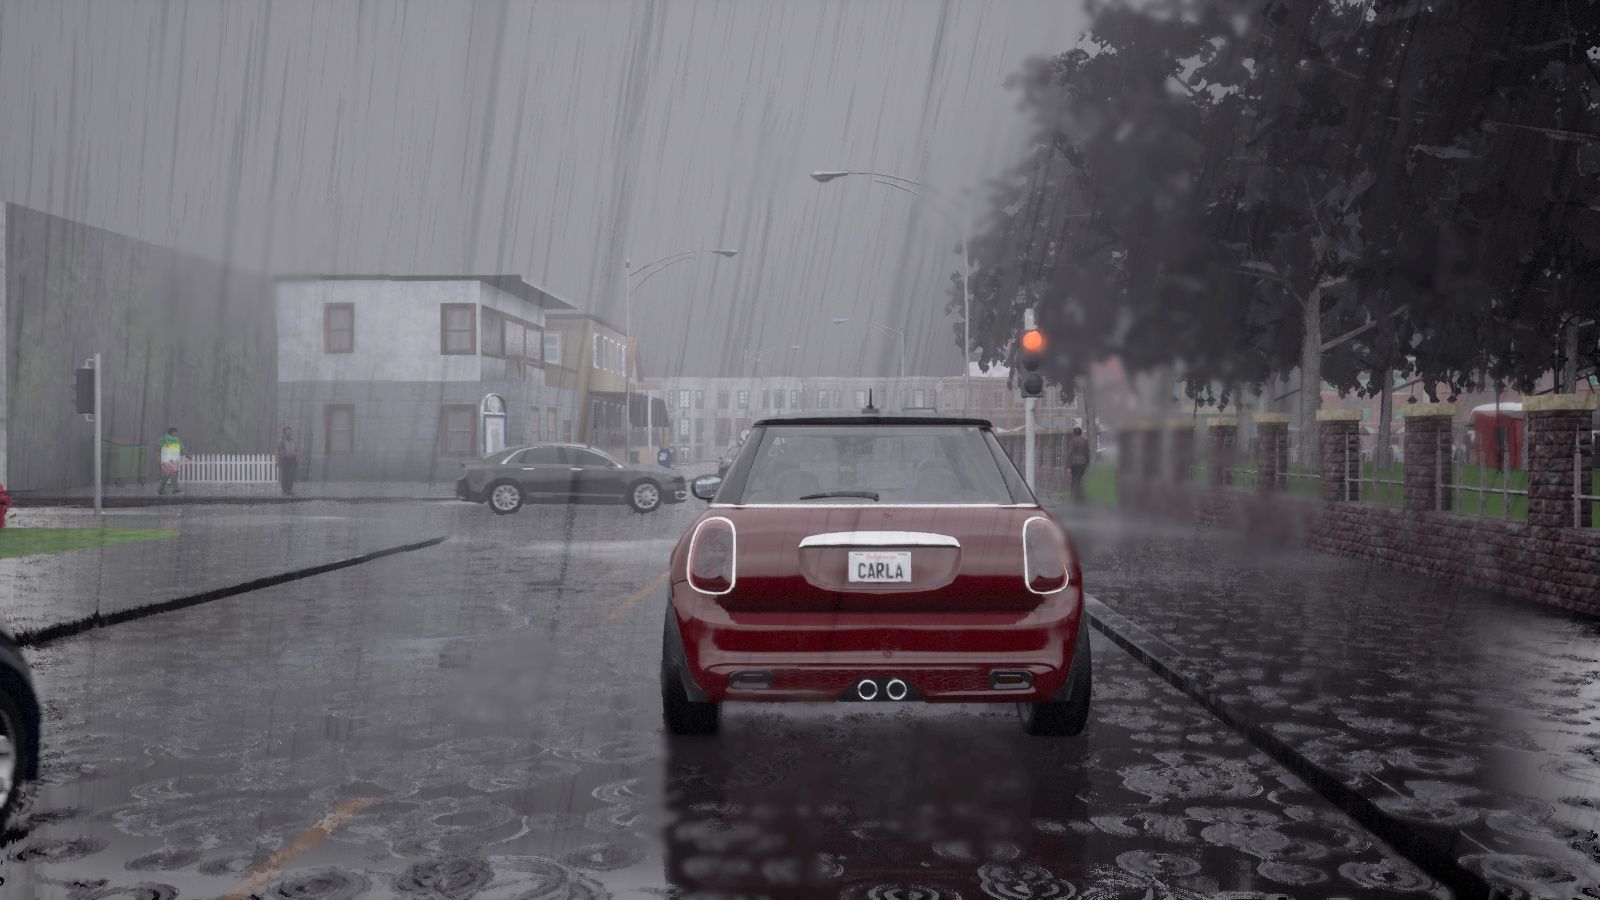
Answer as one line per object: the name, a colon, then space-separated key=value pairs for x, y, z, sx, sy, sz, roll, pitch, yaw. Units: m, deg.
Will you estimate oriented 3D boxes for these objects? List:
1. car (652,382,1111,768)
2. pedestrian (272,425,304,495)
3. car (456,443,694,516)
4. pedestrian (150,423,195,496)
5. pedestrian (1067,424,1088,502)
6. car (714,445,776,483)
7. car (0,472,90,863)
car: x=0.361 y=0.560 z=8.016 sx=2.097 sy=1.767 sz=4.553 roll=0 pitch=0 yaw=0
pedestrian: x=-13.722 y=0.255 z=33.651 sx=0.694 sy=1.848 sz=0.540 roll=0 pitch=0 yaw=43
car: x=-4.832 y=0.595 z=27.077 sx=4.892 sy=1.490 sz=1.837 roll=0 pitch=1 yaw=-12
pedestrian: x=-16.982 y=0.251 z=33.970 sx=0.873 sy=1.952 sz=0.659 roll=0 pitch=0 yaw=17
pedestrian: x=6.458 y=0.296 z=29.283 sx=0.328 sy=1.805 sz=0.869 roll=0 pitch=0 yaw=2
car: x=-2.120 y=0.509 z=50.148 sx=2.033 sy=1.411 sz=5.357 roll=0 pitch=0 yaw=2
car: x=-3.912 y=0.790 z=2.964 sx=1.994 sy=1.385 sz=4.181 roll=0 pitch=0 yaw=2
